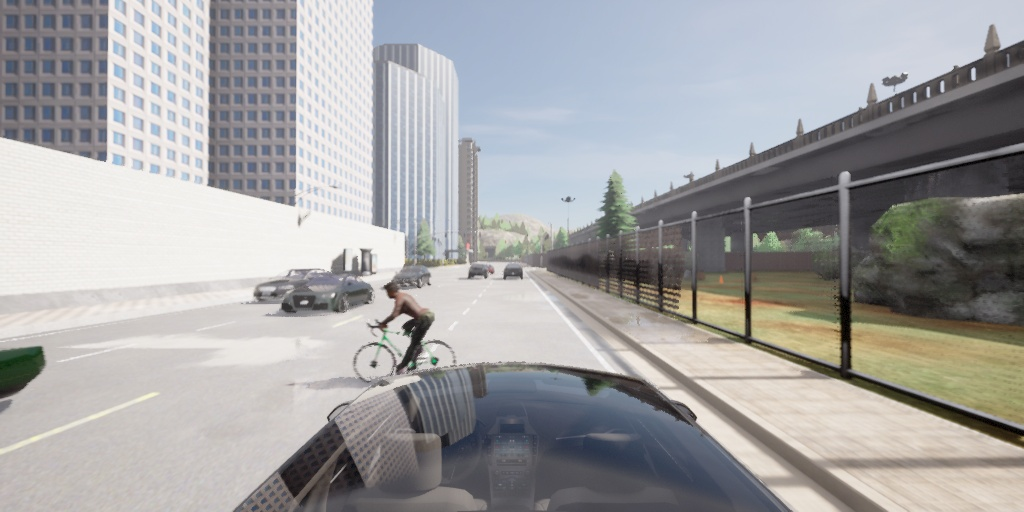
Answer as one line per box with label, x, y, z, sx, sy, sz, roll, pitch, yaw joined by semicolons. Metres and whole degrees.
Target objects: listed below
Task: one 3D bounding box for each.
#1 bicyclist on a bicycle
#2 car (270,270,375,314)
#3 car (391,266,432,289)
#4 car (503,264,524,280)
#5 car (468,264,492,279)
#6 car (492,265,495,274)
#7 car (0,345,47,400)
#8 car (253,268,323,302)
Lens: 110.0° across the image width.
bicyclist on a bicycle;-1.728;1.237;5.709;1.656;1.620;0.582;-2;0;0
car;-7.074;1.419;14.216;1.994;1.385;4.181;0;-1;0
car;-7.040;1.455;25.557;1.837;1.490;4.892;0;-1;0
car;0.132;1.516;36.119;1.882;1.535;5.008;0;0;0
car;-3.365;1.545;36.602;1.837;1.490;4.892;0;-1;0
car;-3.365;1.695;47.174;1.994;1.385;4.181;0;0;1
car;-7.101;1.357;2.456;1.895;1.301;4.718;0;0;0
car;-10.532;1.377;17.852;2.128;1.511;4.902;0;-1;1
